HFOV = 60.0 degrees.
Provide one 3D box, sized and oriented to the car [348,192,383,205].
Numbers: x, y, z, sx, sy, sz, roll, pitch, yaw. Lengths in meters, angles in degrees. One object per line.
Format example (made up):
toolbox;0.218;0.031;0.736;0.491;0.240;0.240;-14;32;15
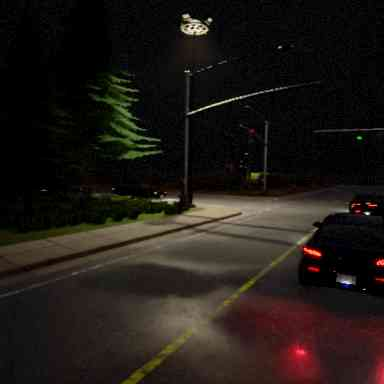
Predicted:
car;10.157;0.745;19.136;1.837;1.490;4.892;3;4;29

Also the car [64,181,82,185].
car;-13.709;-0.674;35.923;4.902;1.511;2.128;3;3;30

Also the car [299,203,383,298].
car;3.680;1.205;7.495;1.812;1.442;4.674;3;3;29

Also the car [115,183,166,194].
car;-4.963;-0.154;30.864;5.357;1.411;2.033;3;3;30
